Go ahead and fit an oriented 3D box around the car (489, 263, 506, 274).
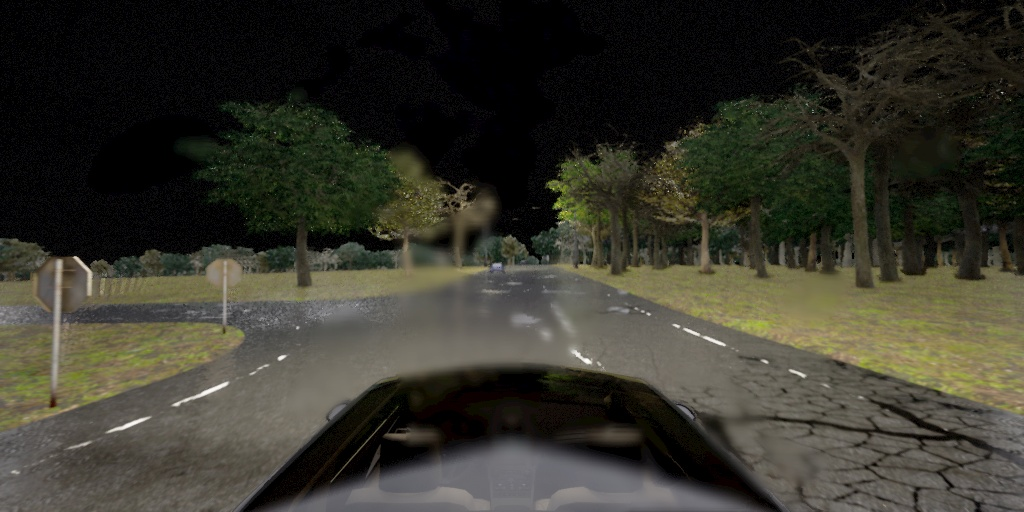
[{"bbox_3d":[-1.998,1.690,48.991,1.812,1.442,4.674,-1,0,2],"label":"car"}]
